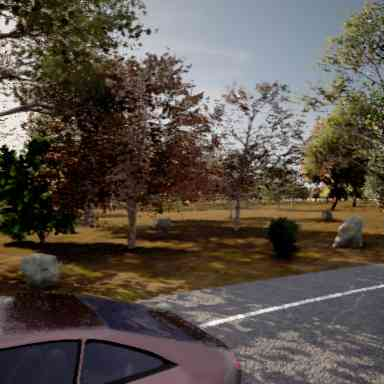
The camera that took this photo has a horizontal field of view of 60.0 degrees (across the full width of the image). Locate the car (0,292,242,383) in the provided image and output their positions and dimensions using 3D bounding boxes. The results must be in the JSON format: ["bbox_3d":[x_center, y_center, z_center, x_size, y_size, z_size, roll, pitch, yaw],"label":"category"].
[{"bbox_3d":[-1.587,1.544,2.272,4.181,1.385,1.994,0,0,-34],"label":"car"}]
